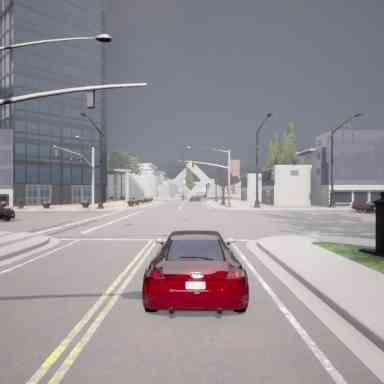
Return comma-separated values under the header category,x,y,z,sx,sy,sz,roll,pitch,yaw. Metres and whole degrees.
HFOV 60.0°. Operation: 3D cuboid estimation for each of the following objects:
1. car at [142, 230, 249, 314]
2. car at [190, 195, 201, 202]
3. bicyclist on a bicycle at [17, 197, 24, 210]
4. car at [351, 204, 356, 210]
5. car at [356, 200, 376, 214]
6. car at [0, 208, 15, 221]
category,x,y,z,sx,sy,sz,roll,pitch,yaw
car,0.075,1.564,7.685,1.994,1.385,4.181,0,0,0
car,0.785,1.524,77.306,1.812,1.442,4.674,0,0,12
bicyclist on a bicycle,-21.975,1.466,42.578,0.582,1.620,1.656,-1,0,0
car,20.408,1.554,37.123,4.718,1.301,1.895,0,0,0
car,19.722,1.556,33.627,4.718,1.301,1.895,0,0,0
car,-16.597,1.587,26.143,5.008,1.535,1.882,-1,0,0
